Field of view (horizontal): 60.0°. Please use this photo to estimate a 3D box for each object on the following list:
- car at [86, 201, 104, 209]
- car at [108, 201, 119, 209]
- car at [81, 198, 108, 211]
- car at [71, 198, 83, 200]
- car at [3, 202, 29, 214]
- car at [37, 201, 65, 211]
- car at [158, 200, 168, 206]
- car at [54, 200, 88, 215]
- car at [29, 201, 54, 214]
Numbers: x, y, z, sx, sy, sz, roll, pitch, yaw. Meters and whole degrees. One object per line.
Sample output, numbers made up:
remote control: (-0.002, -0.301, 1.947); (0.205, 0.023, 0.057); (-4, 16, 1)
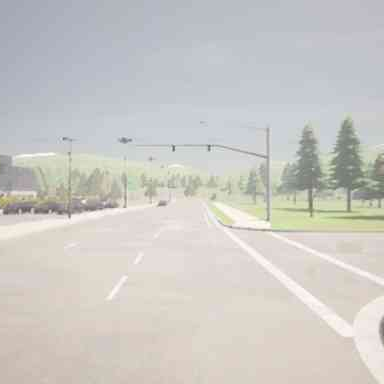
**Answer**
car: (-18.154, 2.355, 62.363); (1.994, 1.385, 4.181); (0, -1, 1)
car: (-14.684, 2.337, 61.028); (1.994, 1.385, 4.181); (0, -1, 1)
car: (-14.920, 2.124, 50.944); (1.882, 1.535, 5.008); (0, -1, 1)
car: (-18.384, 2.172, 52.517); (1.837, 1.490, 4.892); (0, -1, 1)
car: (-22.149, 2.049, 42.697); (1.837, 1.490, 4.892); (0, -1, 2)
car: (-21.901, 2.151, 51.826); (2.128, 1.511, 4.902); (0, -1, 1)
car: (-6.384, 2.470, 73.687); (2.033, 1.411, 5.357); (0, -1, 1)
car: (-15.186, 2.058, 41.863); (1.812, 1.442, 4.674); (0, -1, 2)
car: (-18.644, 2.054, 43.129); (1.837, 1.490, 4.892); (0, -1, 2)
